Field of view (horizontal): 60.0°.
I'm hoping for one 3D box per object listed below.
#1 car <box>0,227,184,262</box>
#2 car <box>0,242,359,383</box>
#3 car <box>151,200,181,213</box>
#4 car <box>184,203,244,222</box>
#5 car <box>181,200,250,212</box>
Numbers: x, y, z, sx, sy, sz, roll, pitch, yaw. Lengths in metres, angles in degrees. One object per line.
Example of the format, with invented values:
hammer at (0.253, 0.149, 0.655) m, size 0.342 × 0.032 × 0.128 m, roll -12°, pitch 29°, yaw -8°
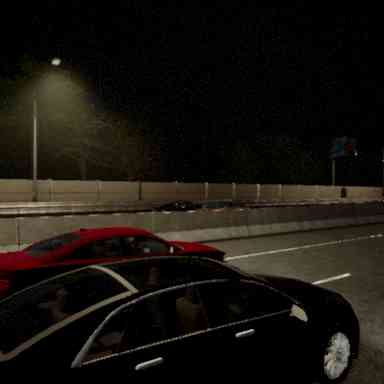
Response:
car at (-1.468, 1.477, 6.998) m, size 5.008 × 1.535 × 1.882 m, roll 0°, pitch 0°, yaw -36°
car at (-0.053, 1.505, 3.708) m, size 4.892 × 1.490 × 1.837 m, roll 0°, pitch 0°, yaw -35°
car at (-1.188, 1.510, 28.939) m, size 4.892 × 1.490 × 1.837 m, roll 0°, pitch 0°, yaw -35°
car at (1.836, 1.608, 26.799) m, size 4.718 × 1.301 × 1.895 m, roll 0°, pitch 0°, yaw -35°
car at (1.925, 1.357, 22.562) m, size 4.553 × 1.767 × 2.097 m, roll 0°, pitch 0°, yaw -36°
